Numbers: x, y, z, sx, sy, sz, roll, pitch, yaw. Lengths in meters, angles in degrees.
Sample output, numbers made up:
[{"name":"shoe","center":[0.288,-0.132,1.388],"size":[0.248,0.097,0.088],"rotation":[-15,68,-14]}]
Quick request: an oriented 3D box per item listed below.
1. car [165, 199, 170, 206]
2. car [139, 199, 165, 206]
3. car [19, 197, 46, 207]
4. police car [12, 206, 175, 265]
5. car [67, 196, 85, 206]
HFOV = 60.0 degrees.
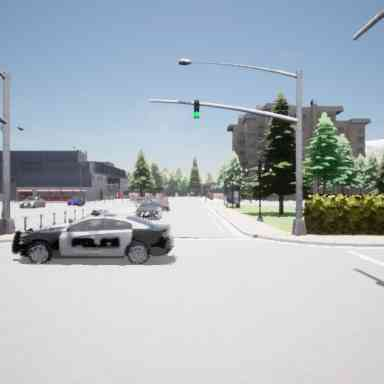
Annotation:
[{"name":"car","center":[-3.601,1.523,39.395],"size":[1.812,1.442,4.674],"rotation":[0,0,0]},{"name":"car","center":[-3.603,1.503,28.165],"size":[1.837,1.490,4.892],"rotation":[0,0,0]},{"name":"car","center":[-20.524,1.382,42.914],"size":[1.970,1.475,3.806],"rotation":[0,0,0]},{"name":"police car","center":[-3.187,1.425,11.106],"size":[5.238,1.638,1.930],"rotation":[0,0,1]},{"name":"car","center":[-17.473,1.371,50.306],"size":[1.845,1.501,3.633],"rotation":[0,0,0]}]
